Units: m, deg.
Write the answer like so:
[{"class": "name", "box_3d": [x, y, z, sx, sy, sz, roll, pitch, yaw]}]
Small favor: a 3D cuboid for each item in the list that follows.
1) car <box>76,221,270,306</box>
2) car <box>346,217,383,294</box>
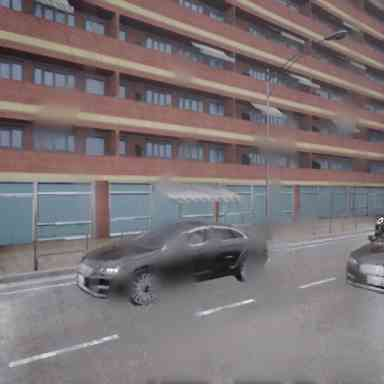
[{"class": "car", "box_3d": [-0.228, 1.492, 8.112, 4.902, 1.511, 2.128, 0, 0, -35]}, {"class": "car", "box_3d": [5.639, 1.492, 7.995, 4.902, 1.511, 2.128, 0, 0, -35]}]
